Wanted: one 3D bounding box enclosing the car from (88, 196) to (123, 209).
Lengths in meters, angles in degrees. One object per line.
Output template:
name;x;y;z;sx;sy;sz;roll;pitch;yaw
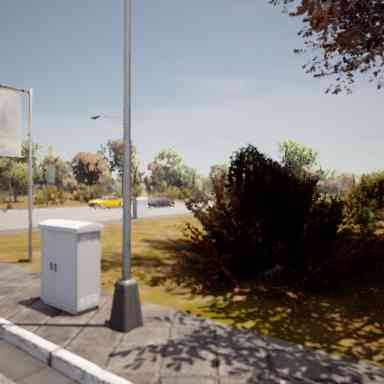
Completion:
car;-10.490;1.265;41.158;1.882;1.535;5.008;0;0;33

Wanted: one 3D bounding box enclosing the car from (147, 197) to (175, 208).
car;-4.436;1.351;43.975;2.033;1.411;5.357;0;0;33
